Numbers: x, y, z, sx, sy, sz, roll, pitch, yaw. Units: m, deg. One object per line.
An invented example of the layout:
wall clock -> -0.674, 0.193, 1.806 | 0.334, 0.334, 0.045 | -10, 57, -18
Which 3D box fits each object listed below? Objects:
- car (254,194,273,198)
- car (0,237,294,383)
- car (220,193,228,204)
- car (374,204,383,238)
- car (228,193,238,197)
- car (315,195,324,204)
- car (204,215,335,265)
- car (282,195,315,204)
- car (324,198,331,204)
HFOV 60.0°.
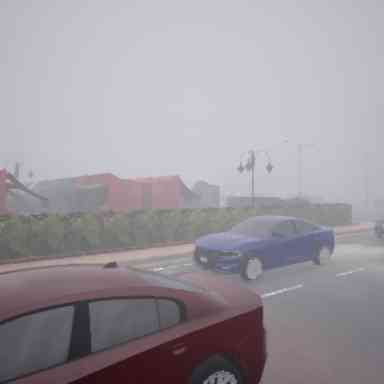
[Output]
car -> 14.242, 1.456, 64.553 | 1.970, 1.475, 3.806 | 0, 0, -36
car -> -1.489, 1.478, 2.898 | 5.008, 1.535, 1.882 | 0, 0, -36
car -> 6.153, 1.219, 80.269 | 1.905, 1.878, 3.866 | 0, 0, -36
car -> 10.823, 1.491, 16.337 | 4.902, 1.511, 2.128 | 0, 0, -36
car -> 8.525, 1.216, 81.928 | 1.932, 1.855, 4.605 | 0, 0, -36
car -> 16.122, 1.423, 47.245 | 1.784, 1.438, 3.905 | 0, 0, -36
car -> 2.310, 1.478, 10.057 | 5.008, 1.535, 1.882 | 0, 0, -36
car -> 13.981, 1.212, 45.626 | 1.932, 1.855, 4.605 | 0, 0, -36
car -> 18.463, 1.455, 48.948 | 1.970, 1.475, 3.806 | 0, 0, -36
